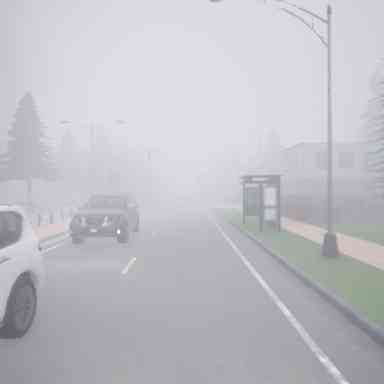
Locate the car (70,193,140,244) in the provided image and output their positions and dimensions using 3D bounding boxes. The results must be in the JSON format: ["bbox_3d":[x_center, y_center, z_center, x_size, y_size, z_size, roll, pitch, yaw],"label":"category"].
[{"bbox_3d":[-3.775,1.090,15.443,2.150,2.045,5.566,-1,0,0],"label":"car"}]

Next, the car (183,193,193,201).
[{"bbox_3d":[-0.777,0.850,60.752,2.128,1.511,4.902,-1,1,-1],"label":"car"}]

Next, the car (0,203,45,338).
[{"bbox_3d":[-3.628,1.214,3.603,2.150,2.045,5.566,-1,1,-1],"label":"car"}]
